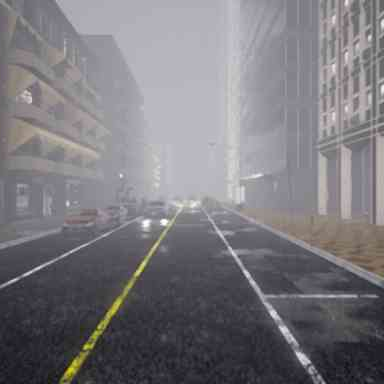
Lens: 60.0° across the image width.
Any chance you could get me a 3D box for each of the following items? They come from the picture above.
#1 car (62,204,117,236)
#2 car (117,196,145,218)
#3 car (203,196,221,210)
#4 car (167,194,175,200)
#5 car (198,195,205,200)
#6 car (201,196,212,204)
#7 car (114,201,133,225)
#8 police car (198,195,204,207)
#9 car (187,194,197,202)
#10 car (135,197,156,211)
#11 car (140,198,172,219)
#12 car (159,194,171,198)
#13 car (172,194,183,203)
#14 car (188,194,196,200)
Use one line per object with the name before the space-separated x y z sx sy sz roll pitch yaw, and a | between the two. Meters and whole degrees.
car | -5.690 1.563 18.322 1.802 1.307 4.206 0 0 0
car | -5.691 1.289 29.619 2.192 1.841 5.009 0 0 0
car | 2.690 1.492 41.087 1.752 1.417 4.829 0 0 0
car | -5.692 1.398 91.753 1.967 1.590 4.097 0 0 0
car | 2.689 1.502 91.753 1.887 1.381 4.507 0 0 0
car | 2.690 1.524 63.511 1.947 1.339 4.313 0 0 0
car | -5.690 1.559 23.971 1.802 1.307 4.206 0 0 0
police car | 2.366 1.386 51.834 1.930 1.638 5.238 0 0 0
car | -0.001 1.303 69.606 1.837 1.490 4.892 0 0 0
car | -5.691 1.407 40.917 1.967 1.590 4.097 0 0 0
car | -3.098 1.500 29.370 1.812 1.442 4.674 0 0 0
car | -5.692 1.523 63.510 1.947 1.339 4.313 0 0 0
car | -3.002 1.429 71.055 1.882 1.535 5.008 0 0 0
car | 0.000 1.362 86.899 1.812 1.442 4.674 0 0 0
